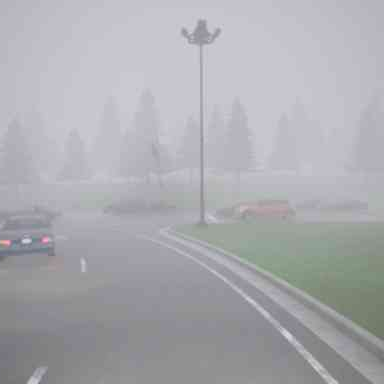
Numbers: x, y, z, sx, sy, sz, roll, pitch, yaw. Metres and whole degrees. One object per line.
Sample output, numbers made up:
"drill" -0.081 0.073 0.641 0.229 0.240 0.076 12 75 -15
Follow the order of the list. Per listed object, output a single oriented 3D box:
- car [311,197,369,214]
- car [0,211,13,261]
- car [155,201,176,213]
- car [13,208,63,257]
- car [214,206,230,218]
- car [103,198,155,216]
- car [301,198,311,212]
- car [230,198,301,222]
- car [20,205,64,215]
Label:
"car" 14.796 1.346 32.769 4.902 1.511 2.128 0 0 -2
"car" -3.717 1.246 2.307 2.150 2.045 5.566 0 0 -3
"car" -4.061 1.591 35.522 4.718 1.301 1.895 0 0 -2
"car" -6.199 1.579 12.643 2.033 1.411 5.357 0 0 -25
"car" 4.672 1.481 28.863 5.357 1.411 2.033 0 0 -2
"car" -6.148 1.361 31.935 4.553 1.767 2.097 0 0 -2
"car" 13.029 1.342 36.200 5.008 1.535 1.882 -1 0 -2
"car" 5.529 1.282 25.395 4.553 1.767 2.097 -1 0 -2
"car" -12.213 1.663 24.688 4.718 1.301 1.895 0 0 -2
